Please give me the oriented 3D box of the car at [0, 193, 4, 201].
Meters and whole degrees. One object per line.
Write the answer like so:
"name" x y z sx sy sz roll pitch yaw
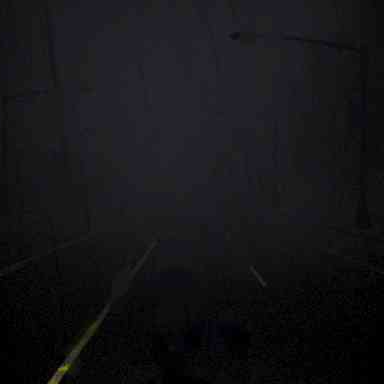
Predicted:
"car" -25.971 0.542 43.318 1.970 1.475 3.806 0 2 0
